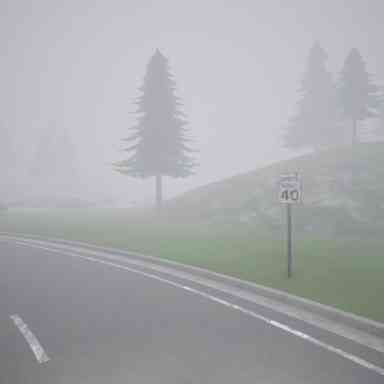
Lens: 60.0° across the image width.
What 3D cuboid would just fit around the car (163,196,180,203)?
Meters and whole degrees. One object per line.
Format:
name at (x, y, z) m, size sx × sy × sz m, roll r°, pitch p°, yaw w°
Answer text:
car at (-4.539, 1.493, 67.017) m, size 2.128 × 1.511 × 4.902 m, roll 0°, pitch 0°, yaw 38°

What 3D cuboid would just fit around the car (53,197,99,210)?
car at (-14.746, 1.601, 42.606) m, size 1.895 × 1.301 × 4.718 m, roll 0°, pitch 0°, yaw 38°

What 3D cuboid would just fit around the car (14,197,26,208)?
car at (-23.889, 1.478, 47.940) m, size 1.882 × 1.535 × 5.008 m, roll 0°, pitch 0°, yaw 38°

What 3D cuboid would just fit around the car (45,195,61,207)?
car at (-16.914, 1.492, 45.515) m, size 2.128 × 1.511 × 4.902 m, roll 0°, pitch 0°, yaw 38°

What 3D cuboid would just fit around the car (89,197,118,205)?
car at (-15.527, 1.601, 58.700) m, size 1.895 × 1.301 × 4.718 m, roll 0°, pitch 0°, yaw 38°

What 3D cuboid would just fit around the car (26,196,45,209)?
car at (-20.296, 1.351, 46.869) m, size 2.097 × 1.767 × 4.553 m, roll 0°, pitch 0°, yaw 38°

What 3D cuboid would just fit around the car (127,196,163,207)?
car at (-7.300, 1.352, 52.177) m, size 2.097 × 1.767 × 4.553 m, roll 0°, pitch 0°, yaw 38°

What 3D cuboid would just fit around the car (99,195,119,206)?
car at (-14.315, 1.352, 54.555) m, size 2.097 × 1.767 × 4.553 m, roll 0°, pitch 0°, yaw 38°

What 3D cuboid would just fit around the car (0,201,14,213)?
car at (-21.368, 1.526, 34.088) m, size 1.812 × 1.442 × 4.674 m, roll 0°, pitch 0°, yaw 38°

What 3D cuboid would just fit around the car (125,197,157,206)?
car at (-8.521, 1.547, 56.309) m, size 2.033 × 1.411 × 5.357 m, roll 0°, pitch 0°, yaw 38°
